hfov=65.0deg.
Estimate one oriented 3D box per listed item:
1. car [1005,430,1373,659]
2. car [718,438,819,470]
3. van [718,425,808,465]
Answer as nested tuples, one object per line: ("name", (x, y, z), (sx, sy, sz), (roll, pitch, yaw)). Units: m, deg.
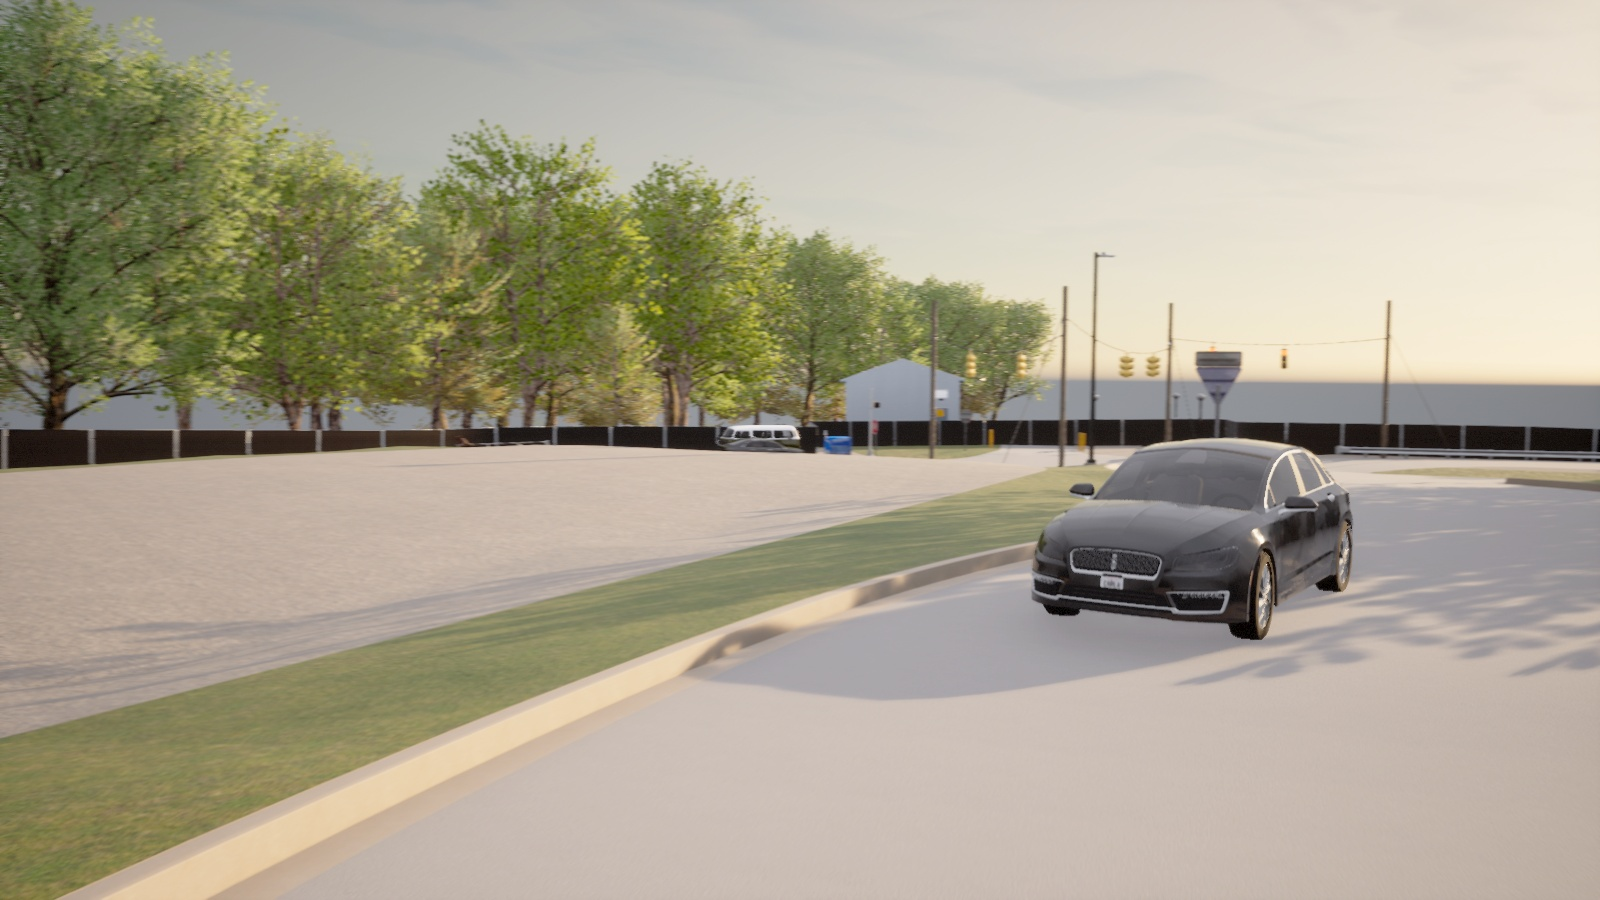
("car", (3.854, 0.663, 11.774), (1.837, 1.490, 4.892), (2, 4, 35))
("car", (-1.635, 0.192, 65.172), (4.892, 1.490, 1.837), (-1, 3, -25))
("van", (-2.047, -0.294, 68.782), (4.480, 2.038, 2.069), (-1, 3, -21))
